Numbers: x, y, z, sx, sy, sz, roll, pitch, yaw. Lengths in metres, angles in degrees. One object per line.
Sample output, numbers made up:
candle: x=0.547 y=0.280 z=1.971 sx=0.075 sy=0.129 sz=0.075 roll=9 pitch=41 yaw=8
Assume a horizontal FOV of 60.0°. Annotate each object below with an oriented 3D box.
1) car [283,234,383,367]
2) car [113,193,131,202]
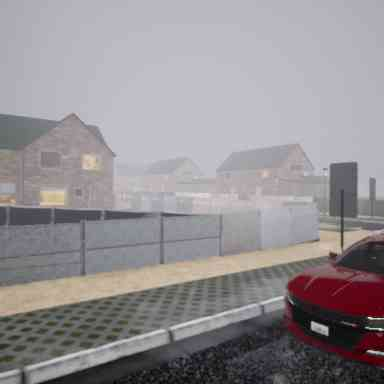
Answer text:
car: x=3.682 y=1.495 z=5.742 sx=5.008 sy=1.535 sz=1.882 roll=0 pitch=0 yaw=-35
car: x=-10.797 y=0.852 z=52.262 sx=1.895 sy=1.301 sz=4.718 roll=1 pitch=0 yaw=-36
